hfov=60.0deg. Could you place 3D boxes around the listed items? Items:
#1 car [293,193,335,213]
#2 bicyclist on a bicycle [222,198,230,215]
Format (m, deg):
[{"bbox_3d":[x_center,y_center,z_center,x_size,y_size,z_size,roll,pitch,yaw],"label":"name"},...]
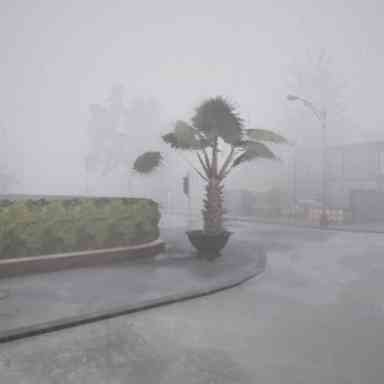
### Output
[{"bbox_3d":[11.831,1.027,32.283,3.866,1.878,1.905,0,0,0],"label":"car"},{"bbox_3d":[2.986,1.378,31.197,1.656,1.620,0.582,0,0,-36],"label":"bicyclist on a bicycle"}]
